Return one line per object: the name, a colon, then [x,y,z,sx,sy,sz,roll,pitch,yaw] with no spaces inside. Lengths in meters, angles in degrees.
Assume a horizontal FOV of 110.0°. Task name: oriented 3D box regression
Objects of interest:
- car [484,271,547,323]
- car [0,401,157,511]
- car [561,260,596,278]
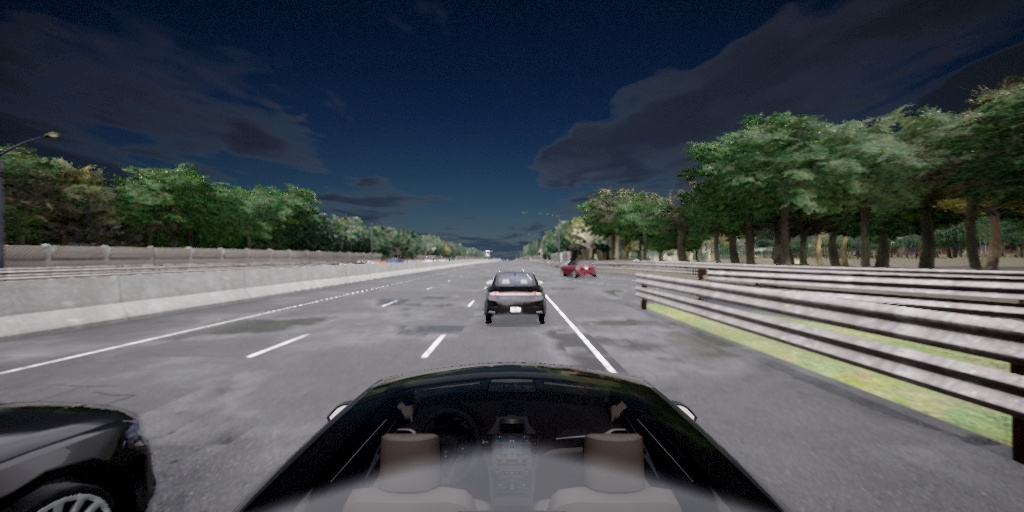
car: [0.100,1.272,12.298,2.128,1.511,4.902,0,0,0]
car: [-3.400,1.239,0.460,2.128,1.511,4.902,0,0,0]
car: [6.347,1.171,34.915,2.097,1.767,4.553,-2,0,-13]
